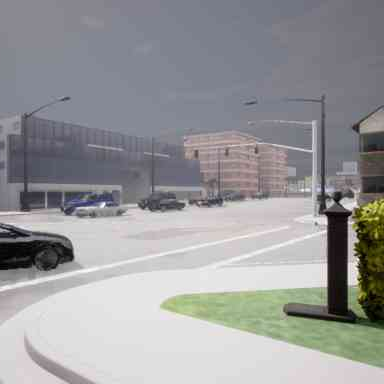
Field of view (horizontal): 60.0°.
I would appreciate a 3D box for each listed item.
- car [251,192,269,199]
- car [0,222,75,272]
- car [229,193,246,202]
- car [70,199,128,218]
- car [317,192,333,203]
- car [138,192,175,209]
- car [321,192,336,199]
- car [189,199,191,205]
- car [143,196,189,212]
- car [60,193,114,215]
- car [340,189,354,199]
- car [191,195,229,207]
[{"bbox_3d":[13.714,0.733,66.763,2.033,1.411,5.357,0,0,36],"label":"car"},{"bbox_3d":[-5.621,1.564,9.574,4.181,1.385,1.994,0,0,-30],"label":"car"},{"bbox_3d":[7.544,0.901,58.079,2.033,1.411,5.357,0,1,35],"label":"car"},{"bbox_3d":[-8.083,1.555,29.706,1.895,1.301,4.718,0,0,35],"label":"car"},{"bbox_3d":[20.215,0.814,51.446,1.837,1.490,4.892,0,1,35],"label":"car"},{"bbox_3d":[-4.180,1.072,41.378,2.150,2.045,5.566,0,1,36],"label":"car"},{"bbox_3d":[28.629,0.724,69.721,1.812,1.442,4.674,0,-1,35],"label":"car"},{"bbox_3d":[1.423,1.247,49.370,1.895,1.301,4.718,0,2,35],"label":"car"},{"bbox_3d":[-2.826,1.493,37.210,1.895,1.301,4.718,0,1,35],"label":"car"},{"bbox_3d":[-10.120,1.171,32.903,2.150,2.045,5.566,0,0,35],"label":"car"},{"bbox_3d":[31.540,0.426,67.778,2.150,2.045,5.566,0,-1,35],"label":"car"},{"bbox_3d":[2.443,1.217,44.727,2.128,1.511,4.902,0,1,35],"label":"car"}]
